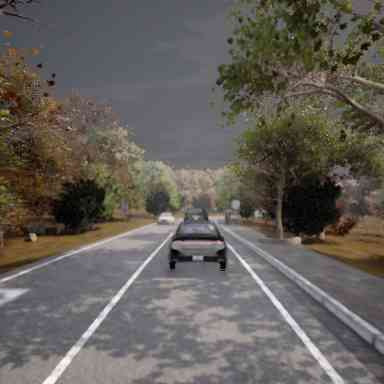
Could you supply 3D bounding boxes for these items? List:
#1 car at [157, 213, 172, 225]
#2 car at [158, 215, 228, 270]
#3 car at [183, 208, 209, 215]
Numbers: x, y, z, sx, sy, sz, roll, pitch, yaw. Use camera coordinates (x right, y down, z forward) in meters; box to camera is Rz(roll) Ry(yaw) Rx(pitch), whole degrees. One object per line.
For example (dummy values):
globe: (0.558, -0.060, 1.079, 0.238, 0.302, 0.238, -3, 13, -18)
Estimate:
car: (-3.134, 3.288, 40.685, 1.812, 1.442, 4.674, 0, -3, 1)
car: (0.197, 1.785, 12.016, 2.128, 1.511, 4.902, 0, -2, 1)
car: (0.397, 2.454, 30.481, 2.150, 2.045, 5.566, 0, -3, 1)
